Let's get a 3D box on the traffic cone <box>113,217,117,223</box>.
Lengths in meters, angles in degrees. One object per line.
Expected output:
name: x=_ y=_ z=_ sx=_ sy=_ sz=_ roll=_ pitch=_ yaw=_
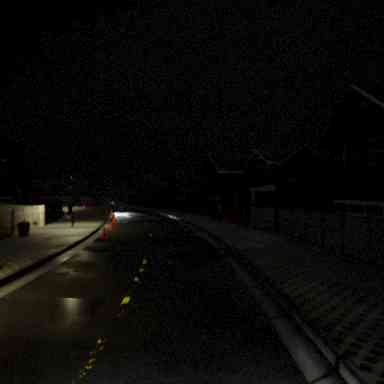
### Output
traffic cone: x=-5.412 y=2.182 z=22.536 sx=0.340 sy=0.580 sz=0.340 roll=0 pitch=-1 yaw=-10

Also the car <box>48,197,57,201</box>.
car: x=-33.363 y=1.895 z=78.837 sx=1.812 sy=1.442 sz=4.674 roll=0 pitch=0 yaw=-45

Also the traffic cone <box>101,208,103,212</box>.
traffic cone: x=-12.390 y=2.396 z=45.880 sx=0.340 sy=0.580 sz=0.340 roll=0 pitch=0 yaw=-23

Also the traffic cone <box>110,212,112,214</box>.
traffic cone: x=-7.547 y=2.292 z=32.065 sx=0.340 sy=0.580 sz=0.340 roll=0 pitch=-1 yaw=-15

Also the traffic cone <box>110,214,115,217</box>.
traffic cone: x=-6.368 y=2.241 z=27.326 sx=0.340 sy=0.580 sz=0.340 roll=0 pitch=-1 yaw=-13

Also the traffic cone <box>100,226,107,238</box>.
traffic cone: x=-4.682 y=2.122 z=17.707 sx=0.340 sy=0.580 sz=0.340 roll=0 pitch=-1 yaw=-7

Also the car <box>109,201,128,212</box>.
car: x=-10.025 y=1.921 z=45.097 sx=2.128 sy=1.511 sz=4.902 roll=0 pitch=0 yaw=-23
